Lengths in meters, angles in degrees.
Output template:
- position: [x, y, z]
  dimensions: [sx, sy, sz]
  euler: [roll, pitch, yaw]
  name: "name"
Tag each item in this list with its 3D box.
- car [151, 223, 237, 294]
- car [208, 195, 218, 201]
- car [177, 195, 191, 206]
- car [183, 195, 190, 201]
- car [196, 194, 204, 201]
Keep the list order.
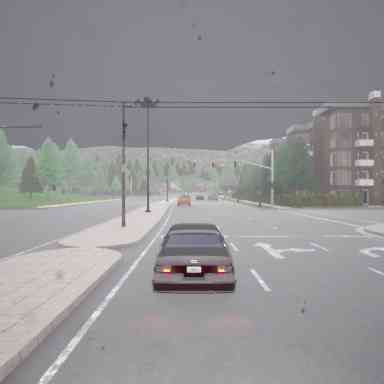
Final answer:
- position: [0.050, 1.547, 8.951]
  dimensions: [2.033, 1.411, 5.357]
  euler: [0, 0, 0]
  name: "car"
- position: [5.555, 1.539, 85.562]
  dimensions: [2.033, 1.411, 5.357]
  euler: [0, 0, 0]
  name: "car"
- position: [-1.309, 1.352, 54.697]
  dimensions: [2.097, 1.767, 4.553]
  euler: [0, 0, -1]
  name: "car"
- position: [-1.445, 1.523, 85.522]
  dimensions: [1.812, 1.442, 4.674]
  euler: [0, 0, 0]
  name: "car"
- position: [2.055, 1.477, 85.558]
  dimensions: [1.882, 1.535, 5.008]
  euler: [0, 0, 0]
  name: "car"
